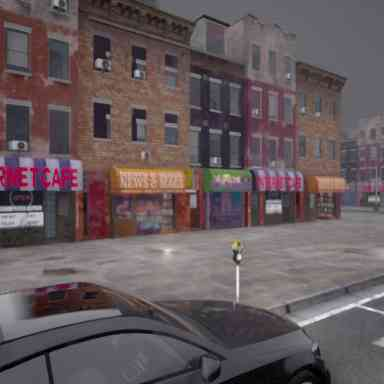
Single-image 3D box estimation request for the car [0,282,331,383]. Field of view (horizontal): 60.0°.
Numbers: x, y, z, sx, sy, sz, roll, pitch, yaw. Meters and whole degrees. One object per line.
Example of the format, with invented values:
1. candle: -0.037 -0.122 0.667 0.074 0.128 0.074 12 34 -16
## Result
1. car: -0.837 1.526 2.685 4.674 1.442 1.812 0 0 -35
